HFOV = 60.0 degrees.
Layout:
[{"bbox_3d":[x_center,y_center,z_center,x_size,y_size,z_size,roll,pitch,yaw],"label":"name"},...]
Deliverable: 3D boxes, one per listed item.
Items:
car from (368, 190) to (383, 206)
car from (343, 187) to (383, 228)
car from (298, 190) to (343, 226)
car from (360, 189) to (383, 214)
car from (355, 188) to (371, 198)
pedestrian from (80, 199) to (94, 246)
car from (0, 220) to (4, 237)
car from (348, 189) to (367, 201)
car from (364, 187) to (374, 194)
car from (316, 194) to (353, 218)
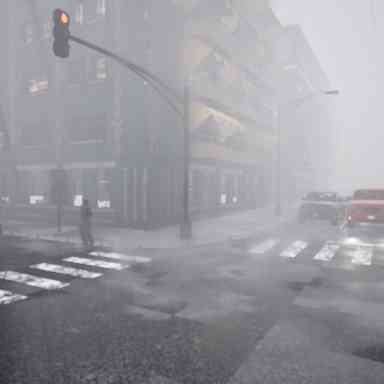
[{"bbox_3d":[19.695,0.562,34.750,2.128,1.511,4.902,1,2,30],"label":"car"},{"bbox_3d":[9.696,0.764,17.845,2.150,2.045,5.566,1,2,30],"label":"car"},{"bbox_3d":[7.665,0.816,19.436,2.192,1.841,5.009,2,2,30],"label":"car"},{"bbox_3d":[14.562,0.664,26.085,2.097,1.767,4.553,1,2,31],"label":"car"},{"bbox_3d":[27.310,0.128,53.117,1.947,1.339,4.313,2,2,30],"label":"car"},{"bbox_3d":[-4.099,1.157,12.897,0.375,1.860,0.375,1,1,31],"label":"pedestrian"},{"bbox_3d":[-10.067,1.429,14.756,4.206,1.307,1.802,0,1,31],"label":"car"},{"bbox_3d":[21.697,0.396,43.497,1.947,1.339,4.313,2,2,30],"label":"car"},{"bbox_3d":[38.538,-0.428,72.359,1.887,1.381,4.507,2,2,30],"label":"car"},{"bbox_3d":[10.469,0.912,24.254,1.887,1.381,4.507,2,2,30],"label":"car"}]
